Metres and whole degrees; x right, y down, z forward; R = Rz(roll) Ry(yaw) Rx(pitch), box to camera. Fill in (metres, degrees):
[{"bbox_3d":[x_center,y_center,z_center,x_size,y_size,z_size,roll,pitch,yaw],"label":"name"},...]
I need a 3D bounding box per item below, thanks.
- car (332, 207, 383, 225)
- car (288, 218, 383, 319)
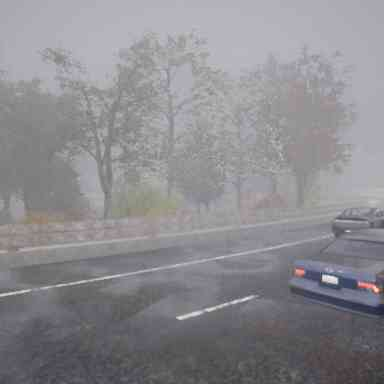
[{"bbox_3d":[8.344,1.461,15.773,4.902,1.511,2.128,0,0,-44],"label":"car"},{"bbox_3d":[4.296,1.532,7.275,5.357,1.411,2.033,0,0,-39],"label":"car"}]
